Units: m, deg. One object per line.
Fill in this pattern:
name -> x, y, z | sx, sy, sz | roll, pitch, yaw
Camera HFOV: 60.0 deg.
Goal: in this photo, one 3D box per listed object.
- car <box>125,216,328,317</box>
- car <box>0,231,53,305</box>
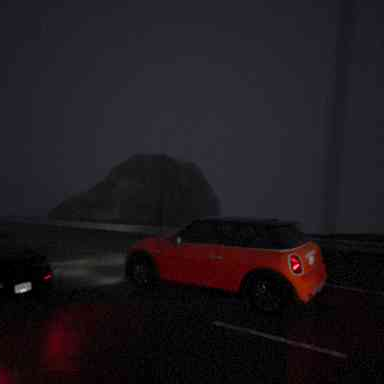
car -> 0.581, 1.342, 7.678 | 4.553, 1.767, 2.097 | 0, 0, 34
car -> -4.907, 1.520, 7.119 | 4.674, 1.442, 1.812 | 0, 0, 33
